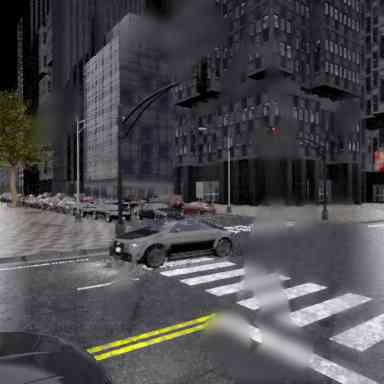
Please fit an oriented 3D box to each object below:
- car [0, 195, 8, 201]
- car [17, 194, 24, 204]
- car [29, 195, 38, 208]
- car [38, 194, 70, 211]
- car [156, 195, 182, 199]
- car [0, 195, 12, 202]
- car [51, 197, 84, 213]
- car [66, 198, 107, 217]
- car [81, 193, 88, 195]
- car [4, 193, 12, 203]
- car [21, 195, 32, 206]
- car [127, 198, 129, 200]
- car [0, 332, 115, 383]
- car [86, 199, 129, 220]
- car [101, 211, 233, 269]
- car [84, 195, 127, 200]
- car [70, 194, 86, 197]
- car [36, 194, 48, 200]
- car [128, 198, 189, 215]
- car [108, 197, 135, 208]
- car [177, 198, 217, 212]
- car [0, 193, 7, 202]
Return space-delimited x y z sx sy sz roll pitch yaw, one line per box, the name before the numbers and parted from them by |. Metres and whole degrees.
car | -43.216 1.387 75.590 1.802 1.307 4.206 0 0 -37
car | -26.428 1.418 52.936 1.947 1.339 4.313 0 0 -37
car | -19.712 1.459 43.875 1.802 1.307 4.206 0 0 -37
car | -16.354 1.331 39.343 1.967 1.590 4.097 0 0 -37
car | -2.788 1.194 35.355 2.192 1.841 5.009 0 0 -37
car | -39.859 1.379 71.061 1.947 1.339 4.313 0 0 -37
car | -12.996 1.489 34.813 1.802 1.307 4.206 0 0 -37
car | -9.639 1.491 30.282 1.947 1.339 4.313 0 0 -37
car | -16.217 1.363 53.476 1.887 1.381 4.507 0 0 -37
car | -33.144 1.377 61.998 1.887 1.381 4.507 0 0 -37
car | -22.968 1.389 48.268 1.752 1.417 4.829 0 0 -37
car | -6.145 1.428 39.886 1.947 1.339 4.313 0 0 -37
car | -2.709 1.505 1.488 4.892 1.490 1.837 0 0 -37
car | -6.280 1.511 25.751 1.947 1.339 4.313 0 0 -37
car | -0.609 1.566 11.251 4.181 1.385 1.994 0 0 -36
car | -8.885 1.394 33.894 2.128 1.511 4.902 0 0 -37
car | -15.445 1.376 42.771 1.837 1.490 4.892 0 0 -36
car | -36.462 1.285 80.794 1.752 1.417 4.829 0 0 -37
car | -2.702 1.485 25.605 2.033 1.411 5.357 0 0 -34
car | -9.502 1.411 44.415 1.947 1.339 4.313 0 0 -37
car | 0.570 1.481 30.825 1.802 1.307 4.206 0 0 -37
car | -36.502 1.137 66.528 2.192 1.841 5.009 0 0 -37
